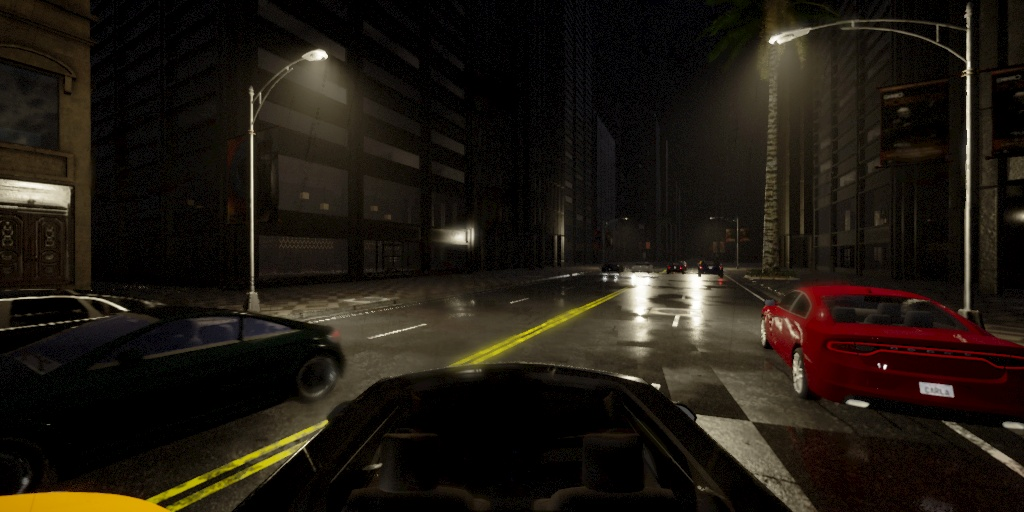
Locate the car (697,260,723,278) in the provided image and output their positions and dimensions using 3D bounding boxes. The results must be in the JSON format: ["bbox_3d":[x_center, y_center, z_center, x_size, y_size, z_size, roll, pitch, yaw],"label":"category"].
[{"bbox_3d":[19.308,1.126,34.971,2.097,1.767,4.553,0,0,27],"label":"car"}]

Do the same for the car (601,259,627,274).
[{"bbox_3d":[11.969,1.342,42.413,1.994,1.385,4.181,0,0,27],"label":"car"}]

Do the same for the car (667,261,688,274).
[{"bbox_3d":[18.671,1.326,40.794,2.033,1.411,5.357,0,0,27],"label":"car"}]

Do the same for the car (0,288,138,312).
[{"bbox_3d":[-7.416,1.256,4.792,1.837,1.490,4.892,0,0,27],"label":"car"}]

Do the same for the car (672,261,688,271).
[{"bbox_3d":[23.563,1.393,50.290,1.895,1.301,4.718,0,0,27],"label":"car"}]

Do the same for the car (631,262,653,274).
[{"bbox_3d":[14.930,1.378,41.065,1.895,1.301,4.718,0,0,27],"label":"car"}]

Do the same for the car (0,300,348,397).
[{"bbox_3d":[-4.124,1.315,4.085,1.994,1.385,4.181,0,0,27],"label":"car"}]

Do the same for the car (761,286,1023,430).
[{"bbox_3d":[5.517,1.229,5.903,1.882,1.535,5.008,0,0,27],"label":"car"}]
